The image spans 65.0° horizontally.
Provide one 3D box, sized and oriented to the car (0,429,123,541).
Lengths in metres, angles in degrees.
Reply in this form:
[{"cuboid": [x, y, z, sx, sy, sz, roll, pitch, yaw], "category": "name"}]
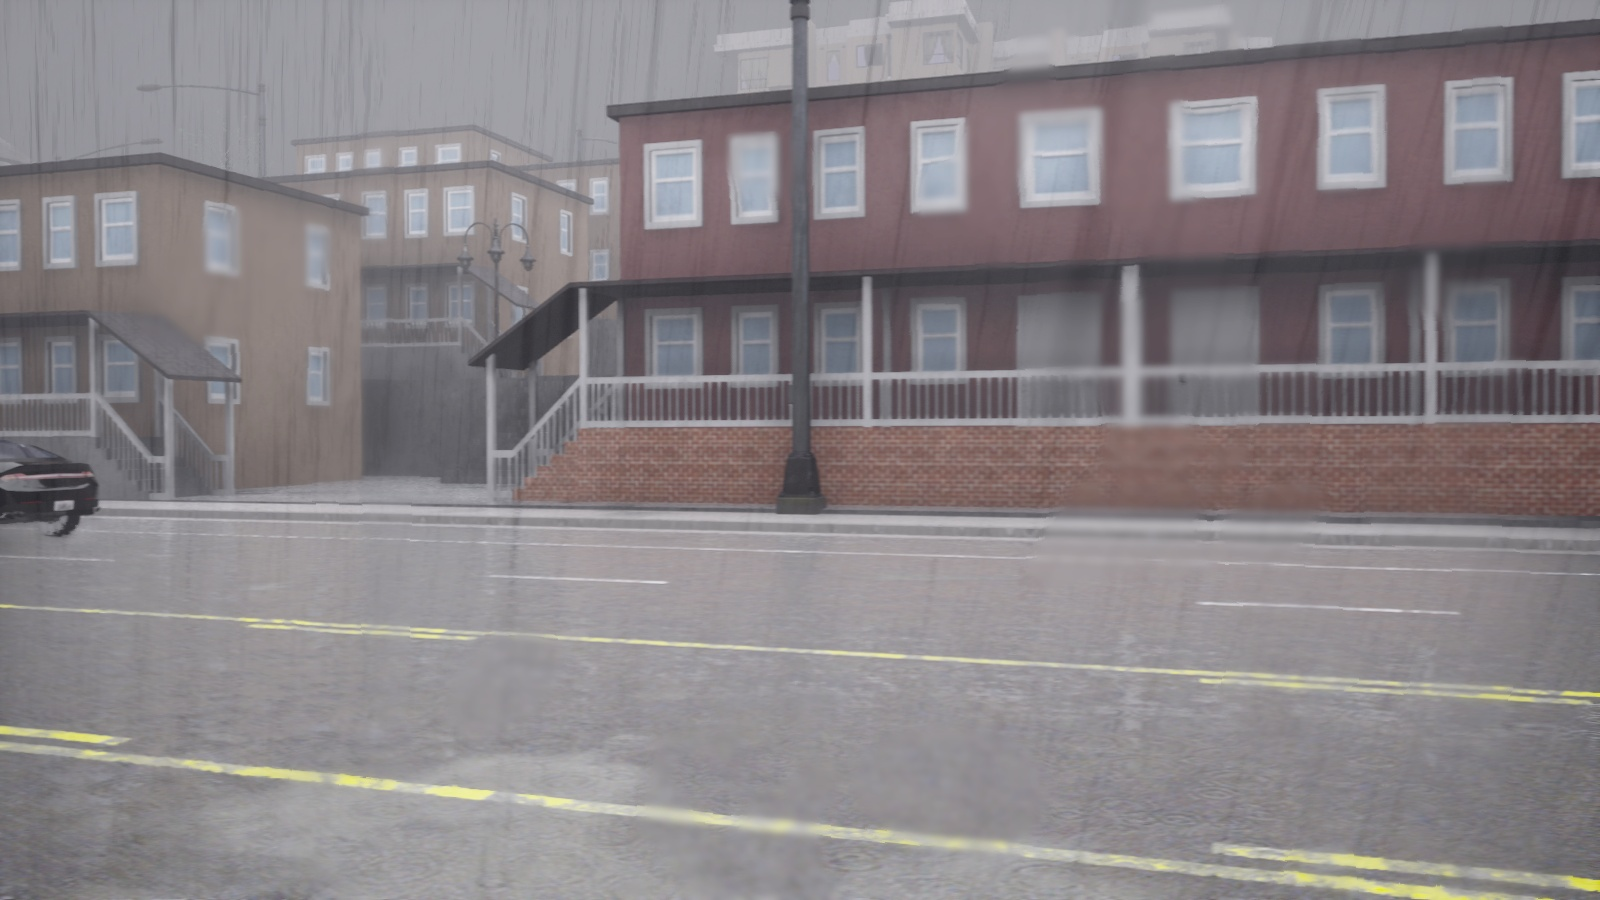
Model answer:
[{"cuboid": [-12.803, 0.437, 18.583, 4.902, 1.511, 2.128, 1, 1, 19], "category": "car"}]
